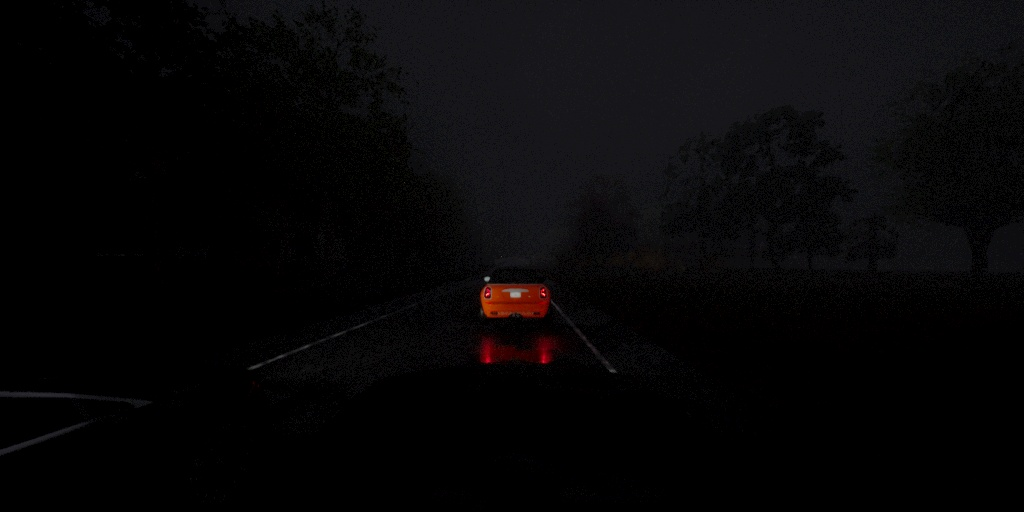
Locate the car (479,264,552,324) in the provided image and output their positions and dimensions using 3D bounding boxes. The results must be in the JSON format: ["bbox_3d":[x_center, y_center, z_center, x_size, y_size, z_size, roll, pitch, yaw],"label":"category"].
[{"bbox_3d":[0.102,1.111,12.200,2.097,1.767,4.553,0,0,0],"label":"car"}]

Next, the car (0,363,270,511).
[{"bbox_3d":[-3.214,1.242,1.376,2.128,1.511,4.902,0,0,1],"label":"car"}]
